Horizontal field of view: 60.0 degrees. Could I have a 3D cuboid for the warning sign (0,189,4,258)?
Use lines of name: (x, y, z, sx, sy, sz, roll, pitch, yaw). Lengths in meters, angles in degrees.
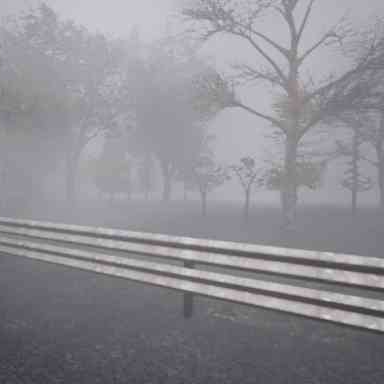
warning sign: (-5.931, 0.856, 8.805, 1.060, 1.860, 1.300, 2, 2, 33)
